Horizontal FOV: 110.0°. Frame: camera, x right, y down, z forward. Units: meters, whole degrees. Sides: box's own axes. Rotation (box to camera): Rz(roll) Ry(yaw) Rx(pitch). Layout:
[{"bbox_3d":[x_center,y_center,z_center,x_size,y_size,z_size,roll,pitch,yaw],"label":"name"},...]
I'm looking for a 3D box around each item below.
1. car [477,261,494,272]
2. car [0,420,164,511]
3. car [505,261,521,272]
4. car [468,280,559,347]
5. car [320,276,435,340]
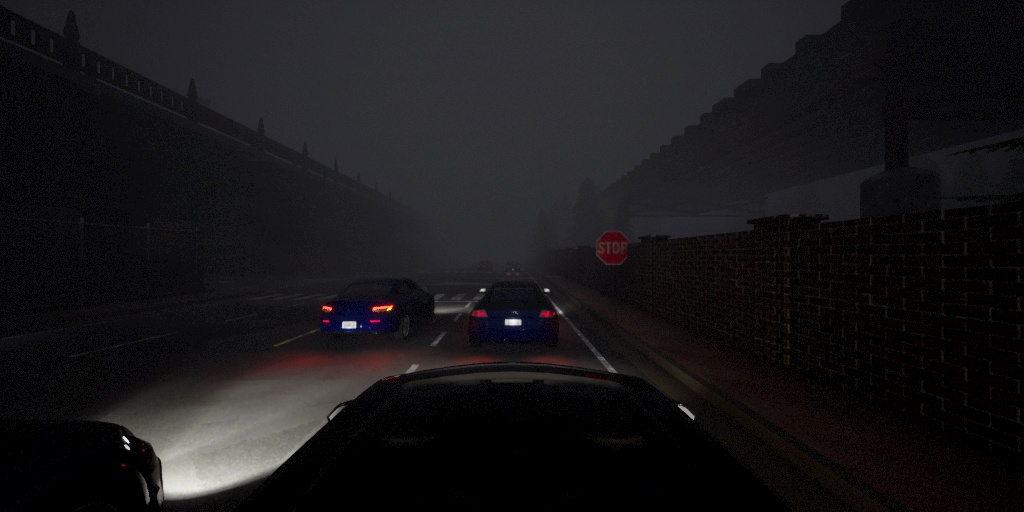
[{"bbox_3d":[-3.398,1.297,45.932,2.033,1.411,5.357,0,0,-1],"label":"car"},{"bbox_3d":[-3.398,1.314,0.709,1.994,1.385,4.181,0,0,0],"label":"car"},{"bbox_3d":[0.097,1.351,46.101,1.895,1.301,4.718,0,0,-1],"label":"car"},{"bbox_3d":[0.069,1.314,9.283,1.994,1.385,4.181,0,0,1],"label":"car"},{"bbox_3d":[-3.413,1.276,9.805,1.812,1.442,4.674,0,0,0],"label":"car"}]
